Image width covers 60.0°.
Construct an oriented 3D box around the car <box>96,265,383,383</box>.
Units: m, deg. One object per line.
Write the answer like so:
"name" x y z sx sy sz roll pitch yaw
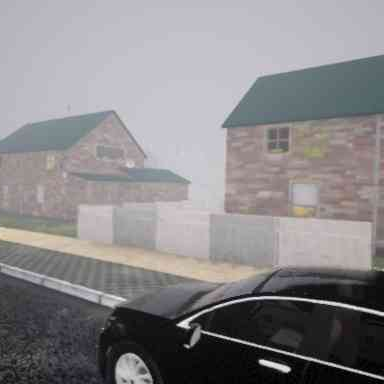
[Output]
"car" 1.145 1.497 3.144 4.892 1.490 1.837 1 1 36
